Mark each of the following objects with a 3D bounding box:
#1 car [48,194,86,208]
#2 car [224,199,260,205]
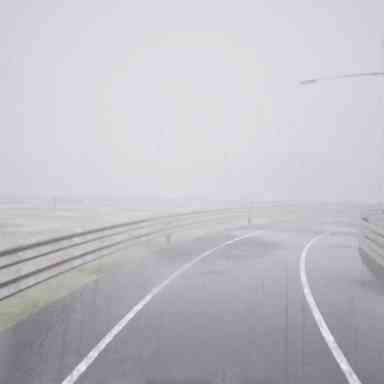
[{"bbox_3d":[-14.921,1.061,40.650,4.902,1.511,2.128,1,0,-9],"label":"car"},{"bbox_3d":[6.644,1.593,43.796,4.718,1.301,1.895,1,0,-8],"label":"car"}]
